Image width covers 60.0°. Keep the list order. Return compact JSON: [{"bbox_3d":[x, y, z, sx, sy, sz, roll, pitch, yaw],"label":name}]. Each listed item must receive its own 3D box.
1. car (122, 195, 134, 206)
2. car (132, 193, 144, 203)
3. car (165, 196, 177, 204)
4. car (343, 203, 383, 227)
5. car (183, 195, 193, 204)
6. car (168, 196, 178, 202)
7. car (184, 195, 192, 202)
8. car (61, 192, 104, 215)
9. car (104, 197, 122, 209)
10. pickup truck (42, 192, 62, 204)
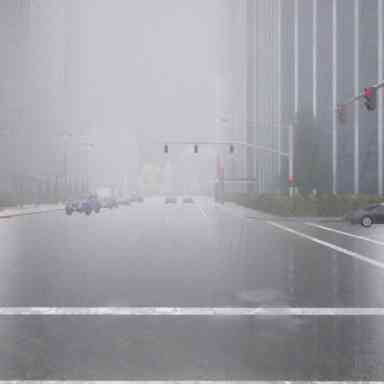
[{"bbox_3d":[-11.247,1.526,54.365,1.812,1.442,4.674,0,0,0],"label":"car"},{"bbox_3d":[-11.292,1.237,68.317,2.150,2.045,5.566,0,0,0],"label":"car"},{"bbox_3d":[-4.163,1.601,65.041,1.895,1.301,4.718,0,0,0],"label":"car"},{"bbox_3d":[12.626,1.505,22.122,4.892,1.490,1.837,0,0,0],"label":"car"},{"bbox_3d":[-0.766,1.526,65.381,1.812,1.442,4.674,0,0,0],"label":"car"},{"bbox_3d":[-4.350,1.540,75.301,2.033,1.411,5.357,0,0,0],"label":"car"},{"bbox_3d":[-0.854,1.387,75.632,1.882,1.535,5.008,0,0,0],"label":"car"},{"bbox_3d":[-11.101,1.221,34.272,2.150,2.045,5.566,0,0,0],"label":"car"},{"bbox_3d":[-11.173,1.491,44.259,2.128,1.511,4.902,0,0,0],"label":"car"},{"bbox_3d":[-24.342,1.059,60.073,2.390,2.098,6.274,0,0,30],"label":"pickup truck"}]
